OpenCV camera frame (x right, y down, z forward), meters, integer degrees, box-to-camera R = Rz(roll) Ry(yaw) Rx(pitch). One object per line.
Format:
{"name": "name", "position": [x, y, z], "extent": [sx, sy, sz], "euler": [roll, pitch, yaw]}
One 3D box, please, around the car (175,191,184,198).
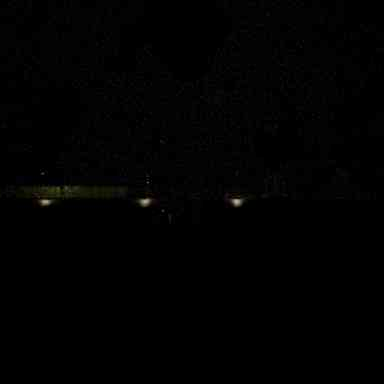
{"name": "car", "position": [-2.758, 0.780, 76.822], "extent": [2.150, 2.045, 5.566], "euler": [0, 0, 0]}

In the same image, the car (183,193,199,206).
{"name": "car", "position": [-0.005, 1.321, 51.813], "extent": [1.882, 1.535, 5.008], "euler": [0, 0, 0]}

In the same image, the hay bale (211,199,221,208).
{"name": "hay bale", "position": [3.129, 1.526, 43.968], "extent": [1.220, 1.180, 1.240], "euler": [1, 1, 0]}

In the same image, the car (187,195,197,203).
{"name": "car", "position": [-0.005, 1.344, 64.881], "extent": [2.033, 1.411, 5.357], "euler": [0, 0, 0]}

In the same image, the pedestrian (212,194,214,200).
{"name": "pedestrian", "position": [2.820, 1.157, 45.059], "extent": [0.375, 1.860, 0.375], "euler": [-1, 1, 0]}

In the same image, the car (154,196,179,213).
{"name": "car", "position": [-2.853, 1.445, 35.565], "extent": [2.033, 1.411, 5.357], "euler": [0, 0, 0]}
